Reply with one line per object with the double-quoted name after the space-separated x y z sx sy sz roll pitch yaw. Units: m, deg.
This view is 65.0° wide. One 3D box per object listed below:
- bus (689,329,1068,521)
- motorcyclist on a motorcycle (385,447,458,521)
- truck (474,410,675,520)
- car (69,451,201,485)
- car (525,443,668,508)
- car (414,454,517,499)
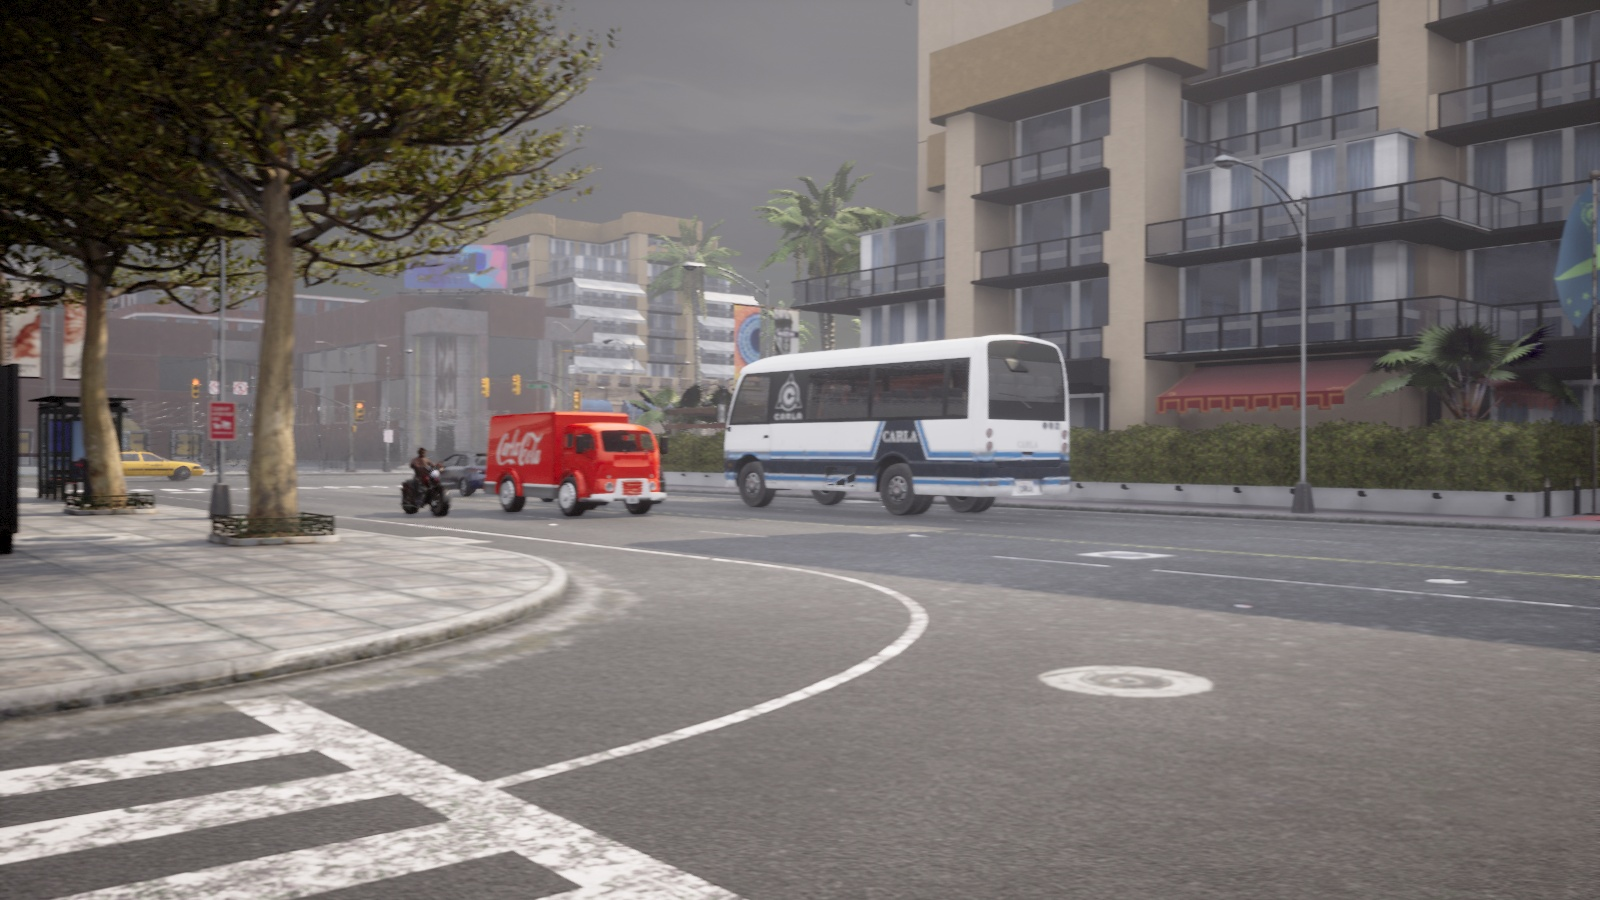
1.666 -0.548 33.057 3.944 4.253 10.273 0 0 -40 "bus"
-8.816 0.771 29.193 0.766 1.649 2.350 0 -1 -40 "motorcyclist on a motorcycle"
-5.629 0.339 30.845 2.627 2.467 5.204 0 0 -40 "truck"
-32.029 0.850 60.589 5.366 1.575 1.801 0 0 -40 "car"
-6.008 0.699 36.721 2.097 1.767 4.553 0 0 -40 "car"
-11.601 0.873 43.361 1.816 1.474 4.193 0 0 -41 "car"
